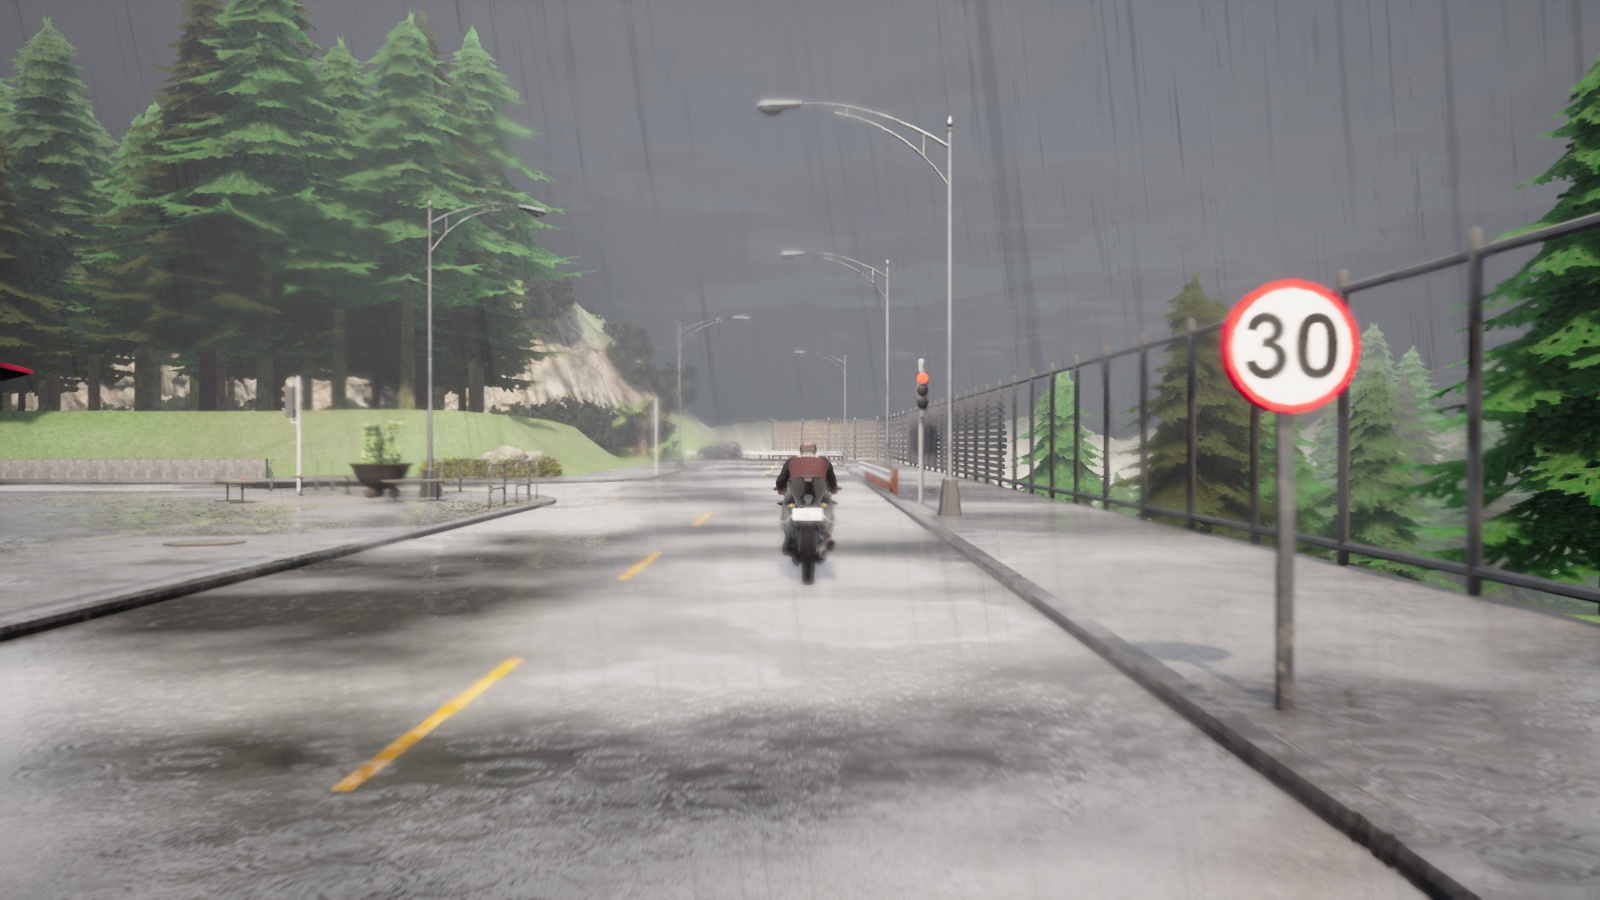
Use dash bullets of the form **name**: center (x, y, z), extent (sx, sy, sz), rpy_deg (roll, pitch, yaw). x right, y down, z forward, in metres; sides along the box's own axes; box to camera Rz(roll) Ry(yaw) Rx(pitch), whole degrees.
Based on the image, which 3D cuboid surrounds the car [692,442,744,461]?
- **car**: center (-6.394, 0.096, 98.194), extent (3.633, 1.501, 1.845), rpy_deg (0, 0, 29)

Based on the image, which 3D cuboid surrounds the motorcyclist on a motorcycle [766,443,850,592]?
- **motorcyclist on a motorcycle**: center (0.090, 0.687, 13.997), extent (0.866, 1.530, 2.191), rpy_deg (0, 0, 0)
